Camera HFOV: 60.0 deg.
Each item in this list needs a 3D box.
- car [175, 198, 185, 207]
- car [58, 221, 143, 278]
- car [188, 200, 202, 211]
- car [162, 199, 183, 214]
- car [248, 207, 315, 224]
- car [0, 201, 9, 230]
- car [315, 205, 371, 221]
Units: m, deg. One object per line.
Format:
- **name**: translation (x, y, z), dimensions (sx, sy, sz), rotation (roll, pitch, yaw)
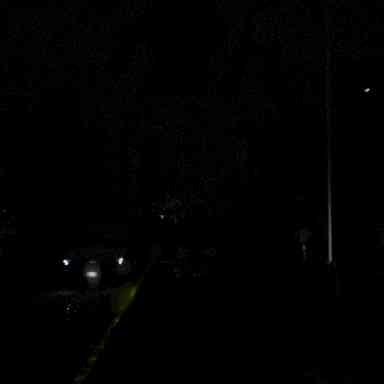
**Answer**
- **car**: translation (-2.531, 2.077, 53.102), dimensions (1.882, 1.535, 5.008), rotation (0, -1, 0)
- **car**: translation (-2.644, 1.676, 10.898), dimensions (2.033, 1.411, 5.357), rotation (0, 0, -4)
- **car**: translation (0.403, 1.926, 50.815), dimensions (2.097, 1.767, 4.553), rotation (0, -1, 0)
- **car**: translation (-2.609, 1.953, 41.755), dimensions (1.882, 1.535, 5.008), rotation (0, -1, 2)
- **car**: translation (6.884, 1.849, 26.451), dimensions (4.718, 1.301, 1.895), rotation (-1, -2, -1)
- **car**: translation (-13.799, 1.538, 19.575), dimensions (4.553, 1.767, 2.097), rotation (0, -2, -1)
- **car**: translation (12.963, 1.831, 29.760), dimensions (5.357, 1.411, 2.033), rotation (-1, -2, -1)
